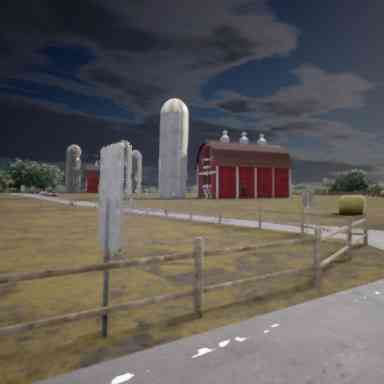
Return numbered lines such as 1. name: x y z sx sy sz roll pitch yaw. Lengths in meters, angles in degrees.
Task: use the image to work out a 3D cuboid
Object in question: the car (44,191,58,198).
1. car: -36.391 0.771 86.696 1.895 1.301 4.718 2 0 -35
